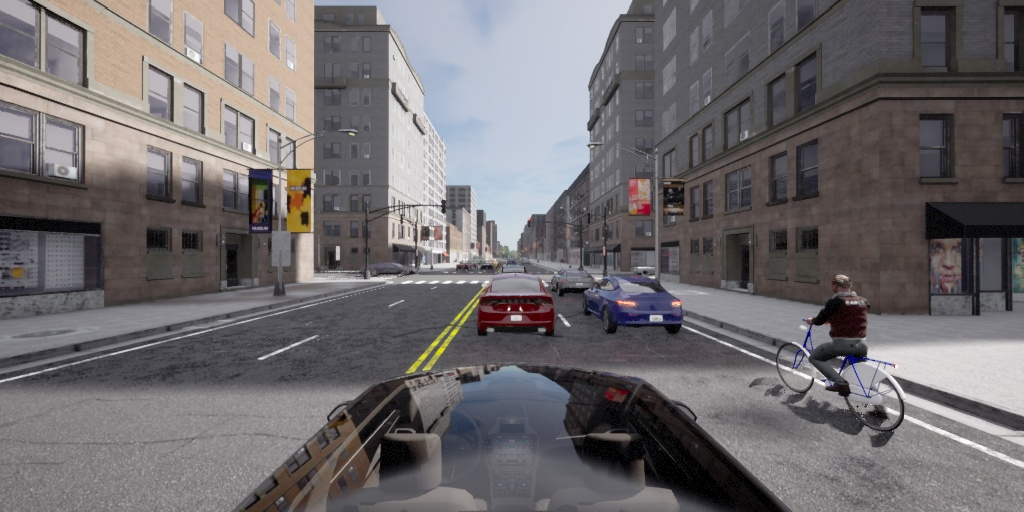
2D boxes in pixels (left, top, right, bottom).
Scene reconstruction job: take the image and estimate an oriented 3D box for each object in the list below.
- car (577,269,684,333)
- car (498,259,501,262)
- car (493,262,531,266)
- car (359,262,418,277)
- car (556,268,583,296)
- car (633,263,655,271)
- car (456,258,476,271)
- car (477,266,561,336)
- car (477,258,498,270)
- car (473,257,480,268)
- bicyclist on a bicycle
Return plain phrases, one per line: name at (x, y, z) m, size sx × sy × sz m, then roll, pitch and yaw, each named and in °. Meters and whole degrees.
car at (3.340, 1.277, 10.593) m, size 1.812 × 1.442 × 4.674 m, roll 0°, pitch 0°, yaw 0°
car at (-3.378, 1.247, 59.811) m, size 1.882 × 1.535 × 5.008 m, roll 0°, pitch 0°, yaw 0°
car at (0.087, 1.259, 19.937) m, size 1.837 × 1.490 × 4.892 m, roll 0°, pitch 0°, yaw 0°
car at (-11.884, 1.294, 34.728) m, size 5.357 × 1.411 × 2.033 m, roll 0°, pitch 0°, yaw -6°
car at (3.237, 1.318, 19.192) m, size 1.994 × 1.385 × 4.181 m, roll 0°, pitch 0°, yaw 0°
car at (15.024, 1.410, 37.173) m, size 4.718 × 1.301 × 1.895 m, roll 0°, pitch 0°, yaw 1°
car at (-6.642, 1.368, 50.368) m, size 1.895 × 1.301 × 4.718 m, roll 0°, pitch 0°, yaw 0°
car at (0.095, 1.229, 10.454) m, size 1.882 × 1.535 × 5.008 m, roll 0°, pitch 0°, yaw 0°
car at (-3.382, 1.368, 50.419) m, size 1.895 × 1.301 × 4.718 m, roll 0°, pitch 0°, yaw 0°
car at (-6.632, 1.275, 59.470) m, size 1.837 × 1.490 × 4.892 m, roll 0°, pitch 0°, yaw 0°
bicyclist on a bicycle at (4.144, 1.121, 4.712) m, size 0.659 × 1.776 × 1.843 m, roll 0°, pitch 0°, yaw 0°
